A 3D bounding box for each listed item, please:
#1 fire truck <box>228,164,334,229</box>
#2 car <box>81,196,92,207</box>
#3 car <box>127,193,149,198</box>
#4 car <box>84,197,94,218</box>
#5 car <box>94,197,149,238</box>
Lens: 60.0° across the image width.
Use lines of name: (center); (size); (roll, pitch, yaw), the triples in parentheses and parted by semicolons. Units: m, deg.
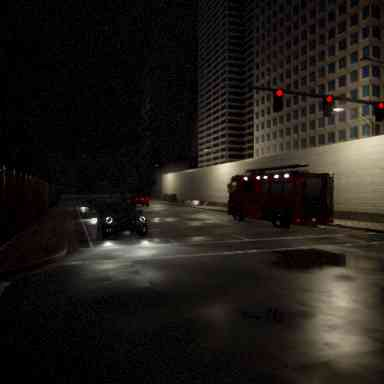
fire truck: (5.581, 0.301, 22.823); (2.891, 3.827, 8.468); (0, 0, -20)
car: (-15.524, 1.383, 49.875); (1.882, 1.535, 5.008); (0, 0, -20)
car: (-7.796, 1.142, 49.339); (2.150, 2.045, 5.566); (0, 0, -18)
car: (-8.214, 1.481, 29.643); (2.033, 1.411, 5.357); (0, 0, -20)
car: (-3.745, 1.305, 17.432); (2.097, 1.767, 4.553); (0, 0, -20)
